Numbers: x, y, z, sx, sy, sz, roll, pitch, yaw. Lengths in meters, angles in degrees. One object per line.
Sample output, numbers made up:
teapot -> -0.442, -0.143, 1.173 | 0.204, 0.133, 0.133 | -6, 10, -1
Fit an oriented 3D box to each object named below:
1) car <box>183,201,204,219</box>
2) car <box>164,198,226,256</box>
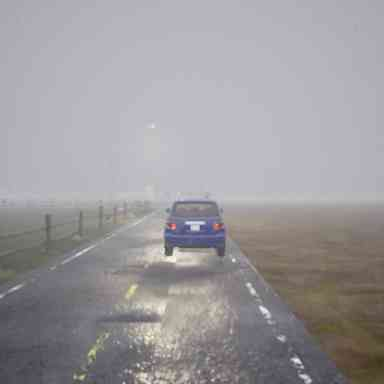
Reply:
car -> 0.108, 1.580, 31.115 | 1.812, 1.442, 4.674 | 0, 0, 0
car -> 0.103, 1.242, 13.407 | 2.150, 2.045, 5.566 | 0, 0, 0
